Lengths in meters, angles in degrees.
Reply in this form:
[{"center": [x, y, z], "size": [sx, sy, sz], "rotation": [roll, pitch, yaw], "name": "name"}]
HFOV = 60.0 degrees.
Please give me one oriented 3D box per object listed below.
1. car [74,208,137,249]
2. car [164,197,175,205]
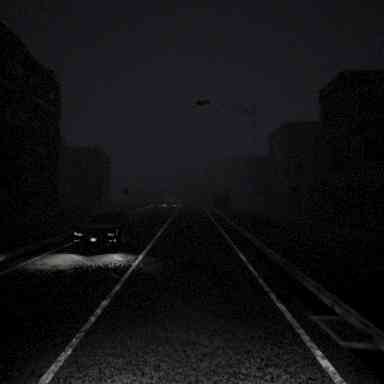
[{"center": [-3.611, 1.500, 14.578], "size": [1.837, 1.490, 4.892], "rotation": [0, 0, 0], "name": "car"}, {"center": [-3.881, 1.506, 56.826], "size": [1.812, 1.442, 4.674], "rotation": [0, 0, -3], "name": "car"}]
